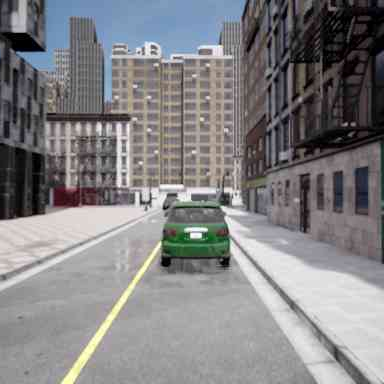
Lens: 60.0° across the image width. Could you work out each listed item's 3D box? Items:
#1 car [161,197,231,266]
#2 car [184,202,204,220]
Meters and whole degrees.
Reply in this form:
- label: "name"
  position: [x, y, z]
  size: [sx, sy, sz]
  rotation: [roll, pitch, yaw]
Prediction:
- label: "car"
  position: [0.122, 1.347, 12.131]
  size: [2.150, 2.045, 5.566]
  rotation: [0, 0, 0]
- label: "car"
  position: [0.159, 1.821, 32.547]
  size: [1.837, 1.490, 4.892]
  rotation: [0, 0, 0]
